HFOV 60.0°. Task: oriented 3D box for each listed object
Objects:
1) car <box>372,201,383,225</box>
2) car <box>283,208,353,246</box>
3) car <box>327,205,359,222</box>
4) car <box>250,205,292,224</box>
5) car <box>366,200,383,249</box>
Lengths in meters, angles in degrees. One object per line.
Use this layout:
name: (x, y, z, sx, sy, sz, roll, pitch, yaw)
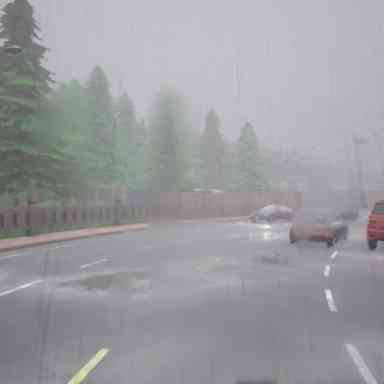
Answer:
car: (16.633, 1.669, 27.128, 4.553, 1.767, 2.097, 0, 0, -44)
car: (6.325, 1.731, 16.384, 1.994, 1.385, 4.181, 0, 0, 35)
car: (12.301, 1.843, 28.106, 5.357, 1.411, 2.033, 1, -1, -43)
car: (6.752, 1.782, 27.691, 4.674, 1.442, 1.812, 1, -1, -44)
car: (9.297, 1.391, 14.776, 2.150, 2.045, 5.566, 0, -1, 36)
